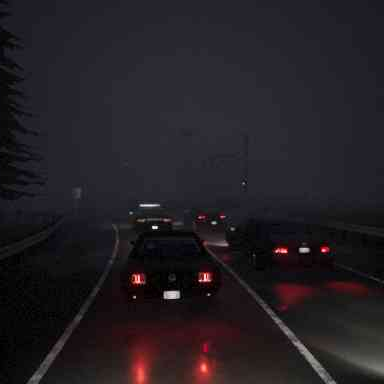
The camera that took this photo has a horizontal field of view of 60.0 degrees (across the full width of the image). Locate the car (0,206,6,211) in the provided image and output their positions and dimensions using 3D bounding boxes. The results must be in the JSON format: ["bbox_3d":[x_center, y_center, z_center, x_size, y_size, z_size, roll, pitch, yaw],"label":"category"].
[{"bbox_3d":[-20.659,1.356,32.285,4.553,1.767,2.097,0,0,-21],"label":"car"}]

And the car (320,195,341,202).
[{"bbox_3d":[33.397,1.525,80.048,4.902,1.511,2.128,0,0,-31],"label":"car"}]

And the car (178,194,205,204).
[{"bbox_3d":[-0.060,1.352,62.669,4.553,1.767,2.097,0,0,-22],"label":"car"}]

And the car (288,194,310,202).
[{"bbox_3d":[24.278,1.355,75.501,4.553,1.767,2.097,0,0,-21],"label":"car"}]

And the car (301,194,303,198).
[{"bbox_3d":[26.909,1.540,72.779,5.357,1.411,2.033,0,0,-23],"label":"car"}]

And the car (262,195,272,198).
[{"bbox_3d":[17.804,1.540,69.278,5.357,1.411,2.033,0,0,-21],"label":"car"}]

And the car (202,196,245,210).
[{"bbox_3d":[4.025,1.525,41.569,4.674,1.442,1.812,0,0,-21],"label":"car"}]

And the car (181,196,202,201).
[{"bbox_3d":[-0.251,1.549,43.691,5.357,1.411,2.033,0,0,-21],"label":"car"}]

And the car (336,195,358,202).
[{"bbox_3d":[36.141,1.540,77.654,5.357,1.411,2.033,0,0,-31],"label":"car"}]

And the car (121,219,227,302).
[{"bbox_3d":[-0.601,1.601,8.312,1.895,1.301,4.718,0,0,-6],"label":"car"}]

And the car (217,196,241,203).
[{"bbox_3d":[7.797,1.524,69.257,4.674,1.442,1.812,0,0,-21],"label":"car"}]

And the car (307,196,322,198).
[{"bbox_3d":[27.118,1.478,69.089,5.008,1.535,1.882,0,0,-21],"label":"car"}]

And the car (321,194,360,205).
[{"bbox_3d":[25.478,1.547,57.105,5.357,1.411,2.033,0,0,-21],"label":"car"}]

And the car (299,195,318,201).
[{"bbox_3d":[28.406,1.552,81.251,4.181,1.385,1.994,0,0,-27],"label":"car"}]

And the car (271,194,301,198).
[{"bbox_3d":[18.669,1.525,65.886,4.674,1.442,1.812,0,0,-20],"label":"car"}]

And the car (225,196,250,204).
[{"bbox_3d":[8.974,1.525,66.013,4.674,1.442,1.812,0,0,-20],"label":"car"}]

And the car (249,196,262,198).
[{"bbox_3d":[10.142,1.505,62.743,4.892,1.490,1.837,0,0,-20],"label":"car"}]

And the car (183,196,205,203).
[{"bbox_3d":[0.331,1.552,70.190,4.181,1.385,1.994,0,0,-21],"label":"car"}]

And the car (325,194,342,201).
[{"bbox_3d":[37.004,1.325,86.797,4.553,1.767,2.097,0,0,-35],"label":"car"}]

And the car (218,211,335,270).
[{"bbox_3d":[2.542,1.547,11.065,2.033,1.411,5.357,0,0,-8],"label":"car"}]

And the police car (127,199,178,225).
[{"bbox_3d":[-2.267,1.425,17.776,1.930,1.638,5.238,0,0,-13],"label":"police car"}]

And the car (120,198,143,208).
[{"bbox_3d":[-7.179,1.495,44.827,4.902,1.511,2.128,0,0,-21],"label":"car"}]

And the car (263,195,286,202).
[{"bbox_3d":[19.140,1.500,77.259,4.892,1.490,1.837,0,0,-21],"label":"car"}]

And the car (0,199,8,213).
[{"bbox_3d":[-22.516,1.508,35.325,4.892,1.490,1.837,0,0,-21],"label":"car"}]

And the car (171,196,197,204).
[{"bbox_3d":[-1.583,1.491,65.810,4.902,1.511,2.128,0,0,-20],"label":"car"}]

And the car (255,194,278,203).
[{"bbox_3d":[16.221,1.355,72.422,4.553,1.767,2.097,0,0,-21],"label":"car"}]

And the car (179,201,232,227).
[{"bbox_3d":[0.678,1.526,20.467,1.812,1.442,4.674,0,0,-13],"label":"car"}]

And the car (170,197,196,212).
[{"bbox_3d":[-2.130,1.567,35.508,4.181,1.385,1.994,0,0,-21],"label":"car"}]
